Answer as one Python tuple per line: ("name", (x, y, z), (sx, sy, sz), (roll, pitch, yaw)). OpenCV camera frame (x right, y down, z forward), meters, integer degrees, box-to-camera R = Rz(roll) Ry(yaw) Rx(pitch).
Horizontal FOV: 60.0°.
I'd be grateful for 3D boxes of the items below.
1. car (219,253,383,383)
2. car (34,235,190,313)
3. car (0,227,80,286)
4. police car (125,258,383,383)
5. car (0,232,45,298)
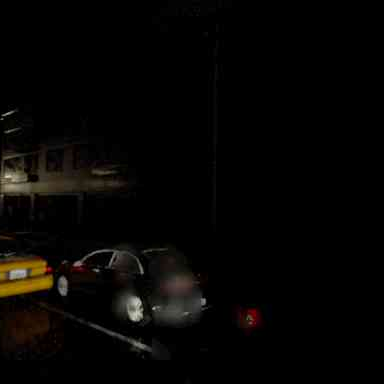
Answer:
("car", (2.731, 1.771, 4.065), (4.507, 1.381, 1.887), (-1, -3, 40))
("car", (-1.503, 1.862, 7.603), (4.403, 1.369, 2.008), (-1, -3, 40))
("car", (-5.738, 1.978, 11.141), (4.206, 1.307, 1.802), (-1, -3, 40))
("police car", (2.071, 1.560, 2.135), (5.238, 1.638, 1.930), (-1, -3, 38))
("car", (-5.632, 1.750, 8.677), (5.366, 1.575, 1.801), (-1, -3, 40))
